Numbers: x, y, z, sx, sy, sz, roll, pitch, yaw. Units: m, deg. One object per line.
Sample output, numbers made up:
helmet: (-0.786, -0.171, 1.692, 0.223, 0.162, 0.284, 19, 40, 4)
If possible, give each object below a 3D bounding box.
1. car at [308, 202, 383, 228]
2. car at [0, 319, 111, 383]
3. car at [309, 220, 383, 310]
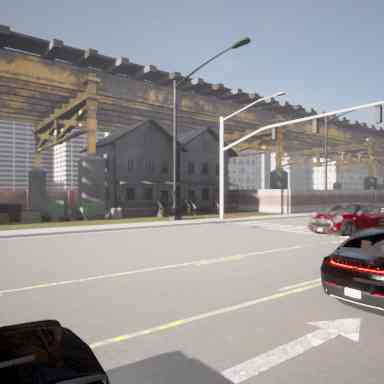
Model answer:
car: (8.516, 1.352, 18.055, 4.553, 1.767, 2.097, 0, 0, -28)
car: (-2.769, 1.601, 1.774, 4.718, 1.301, 1.895, 0, 0, -35)
car: (4.764, 1.505, 7.162, 4.892, 1.490, 1.837, 0, 0, -35)
